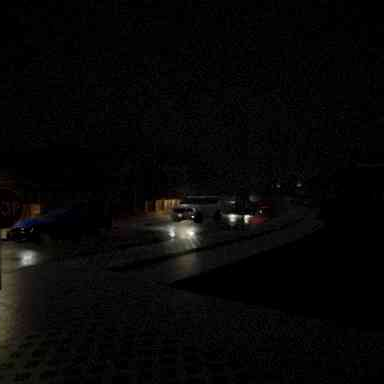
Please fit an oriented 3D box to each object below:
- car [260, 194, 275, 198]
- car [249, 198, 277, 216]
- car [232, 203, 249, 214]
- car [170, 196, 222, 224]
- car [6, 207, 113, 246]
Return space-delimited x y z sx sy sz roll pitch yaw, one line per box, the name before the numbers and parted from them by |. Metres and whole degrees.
car | 12.749 1.433 56.155 2.150 2.045 5.566 0 -1 6
car | 7.581 1.648 34.530 1.837 1.490 4.892 0 0 22
car | 5.945 1.635 38.617 1.882 1.535 5.008 0 0 19
car | 0.469 1.324 26.156 2.150 2.045 5.566 0 0 29
car | -6.100 1.527 15.881 1.882 1.535 5.008 0 0 35
